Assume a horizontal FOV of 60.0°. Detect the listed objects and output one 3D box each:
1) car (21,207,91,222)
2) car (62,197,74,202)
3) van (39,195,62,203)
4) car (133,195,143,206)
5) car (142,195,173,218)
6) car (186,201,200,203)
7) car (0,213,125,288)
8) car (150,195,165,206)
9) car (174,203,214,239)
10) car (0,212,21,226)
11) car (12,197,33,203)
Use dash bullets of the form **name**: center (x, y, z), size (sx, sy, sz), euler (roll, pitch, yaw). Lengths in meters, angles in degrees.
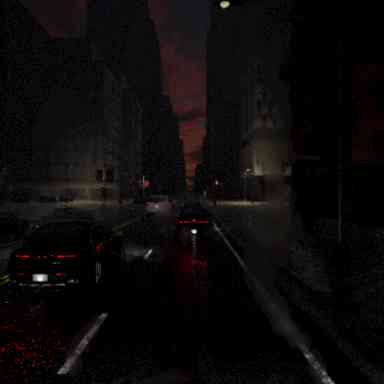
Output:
- **car**: center (-6.602, 1.574, 17.558), size (2.128, 1.511, 4.902), euler (0, 0, 0)
- **car**: center (-30.544, 1.747, 79.507), size (4.313, 1.339, 1.947), euler (0, 0, 0)
- **van**: center (-30.549, 1.593, 70.981), size (3.998, 1.788, 1.690), euler (0, 0, 0)
- **car**: center (-9.754, 1.498, 62.907), size (2.150, 2.045, 5.566), euler (0, 0, 0)
- **car**: center (-3.152, 1.368, 32.552), size (2.150, 2.045, 5.566), euler (0, 0, 0)
- **car**: center (0.098, 1.634, 34.994), size (1.882, 1.535, 5.008), euler (0, 0, 0)
- **car**: center (-3.157, 1.550, 9.348), size (1.837, 1.490, 4.892), euler (0, 0, 0)
- **car**: center (-6.504, 1.561, 62.940), size (2.150, 2.045, 5.566), euler (0, 0, 0)
- **car**: center (0.098, 1.588, 17.849), size (1.837, 1.490, 4.892), euler (0, 0, 0)
- **car**: center (-9.853, 1.676, 16.042), size (1.895, 1.301, 4.718), euler (0, 0, 0)
- **car**: center (-36.199, 1.804, 70.987), size (4.206, 1.307, 1.802), euler (0, 0, 0)
